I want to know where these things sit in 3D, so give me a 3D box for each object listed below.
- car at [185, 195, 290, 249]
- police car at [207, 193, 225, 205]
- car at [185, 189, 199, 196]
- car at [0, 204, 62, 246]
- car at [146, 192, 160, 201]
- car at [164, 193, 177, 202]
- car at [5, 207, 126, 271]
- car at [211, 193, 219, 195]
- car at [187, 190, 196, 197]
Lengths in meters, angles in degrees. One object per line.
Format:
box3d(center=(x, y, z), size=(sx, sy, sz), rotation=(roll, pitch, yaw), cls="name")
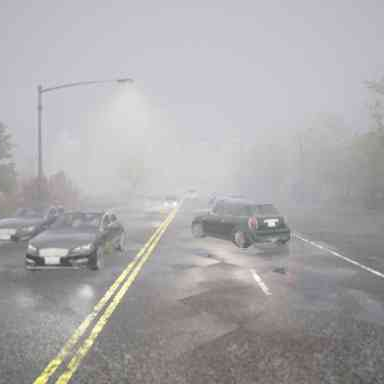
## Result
box3d(center=(1.818, 1.165, 13.849), size=(2.097, 1.767, 4.553), rotation=(0, 0, -29), cls="car")
box3d(center=(3.214, 0.887, 44.950), size=(2.038, 1.542, 4.974), rotation=(0, 1, 0), cls="police car")
box3d(center=(-0.039, 0.442, 56.155), size=(2.150, 2.045, 5.566), rotation=(0, 1, 0), cls="car")
box3d(center=(-6.610, 1.306, 14.222), size=(2.128, 1.511, 4.902), rotation=(0, 1, 0), cls="car")
box3d(center=(-6.610, 0.741, 56.346), size=(1.812, 1.442, 4.674), rotation=(0, 1, 0), cls="car")
box3d(center=(-3.366, 0.861, 53.457), size=(1.895, 1.301, 4.718), rotation=(0, 1, 0), cls="car")
box3d(center=(-3.358, 1.356, 10.441), size=(2.128, 1.511, 4.902), rotation=(0, 1, 0), cls="car")
box3d(center=(3.223, 1.063, 33.948), size=(1.812, 1.442, 4.674), rotation=(0, 1, 0), cls="car")
box3d(center=(-0.067, 0.376, 79.442), size=(2.033, 1.411, 5.357), rotation=(0, 1, 0), cls="car")
